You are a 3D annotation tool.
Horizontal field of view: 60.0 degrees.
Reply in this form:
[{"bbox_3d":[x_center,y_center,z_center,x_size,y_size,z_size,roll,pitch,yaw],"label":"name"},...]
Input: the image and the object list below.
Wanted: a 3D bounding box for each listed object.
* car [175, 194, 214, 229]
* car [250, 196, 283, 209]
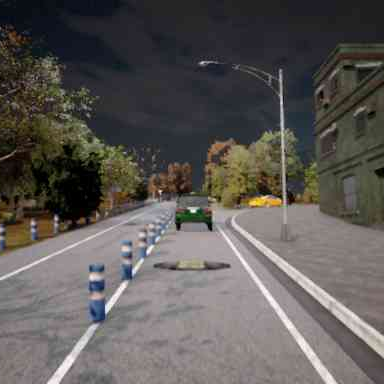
[{"bbox_3d":[0.202,1.146,20.836,2.150,2.045,5.566,0,0,3],"label":"car"},{"bbox_3d":[8.715,1.169,38.020,5.008,1.535,1.882,1,-6,-39],"label":"car"}]
